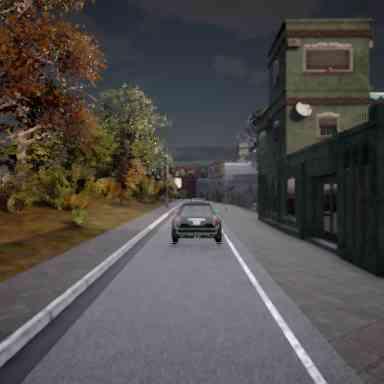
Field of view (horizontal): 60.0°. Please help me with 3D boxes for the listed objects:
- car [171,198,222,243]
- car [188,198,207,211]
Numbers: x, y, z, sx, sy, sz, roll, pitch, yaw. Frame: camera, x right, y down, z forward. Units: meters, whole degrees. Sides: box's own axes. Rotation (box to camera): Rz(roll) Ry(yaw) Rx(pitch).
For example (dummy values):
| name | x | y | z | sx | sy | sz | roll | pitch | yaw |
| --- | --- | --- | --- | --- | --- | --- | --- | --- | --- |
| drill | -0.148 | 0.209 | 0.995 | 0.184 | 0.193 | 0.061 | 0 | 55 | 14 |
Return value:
| name | x | y | z | sx | sy | sz | roll | pitch | yaw |
| --- | --- | --- | --- | --- | --- | --- | --- | --- | --- |
| car | 0.218 | 1.245 | 15.545 | 2.097 | 1.767 | 4.553 | 0 | 0 | 1 |
| car | 0.642 | 1.326 | 36.690 | 1.895 | 1.301 | 4.718 | 0 | 0 | 1 |
